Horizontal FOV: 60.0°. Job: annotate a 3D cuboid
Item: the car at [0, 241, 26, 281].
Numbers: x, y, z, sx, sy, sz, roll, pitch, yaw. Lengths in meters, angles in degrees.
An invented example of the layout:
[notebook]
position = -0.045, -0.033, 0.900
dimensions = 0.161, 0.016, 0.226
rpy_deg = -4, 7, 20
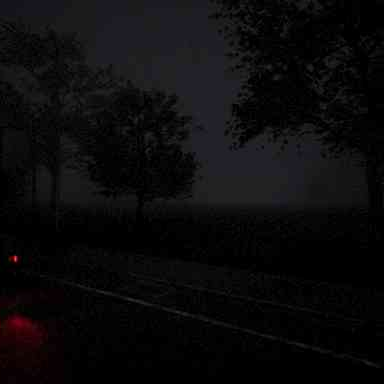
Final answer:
[car]
position = -6.353, 1.595, 8.557
dimensions = 4.718, 1.301, 1.895
rpy_deg = 0, 0, 36
